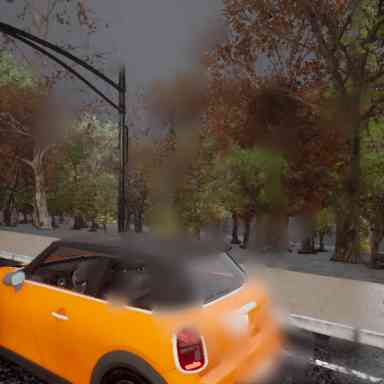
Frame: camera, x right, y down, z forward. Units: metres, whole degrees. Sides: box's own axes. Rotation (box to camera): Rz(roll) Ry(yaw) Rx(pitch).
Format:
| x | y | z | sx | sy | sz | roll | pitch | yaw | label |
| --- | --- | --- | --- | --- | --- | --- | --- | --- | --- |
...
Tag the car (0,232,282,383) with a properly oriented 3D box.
| x | y | z | sx | sy | sz | roll | pitch | yaw | label |
| --- | --- | --- | --- | --- | --- | --- | --- | --- | --- |
| -1.231 | 1.351 | 4.574 | 4.553 | 1.767 | 2.097 | 0 | 0 | 36 | car |
